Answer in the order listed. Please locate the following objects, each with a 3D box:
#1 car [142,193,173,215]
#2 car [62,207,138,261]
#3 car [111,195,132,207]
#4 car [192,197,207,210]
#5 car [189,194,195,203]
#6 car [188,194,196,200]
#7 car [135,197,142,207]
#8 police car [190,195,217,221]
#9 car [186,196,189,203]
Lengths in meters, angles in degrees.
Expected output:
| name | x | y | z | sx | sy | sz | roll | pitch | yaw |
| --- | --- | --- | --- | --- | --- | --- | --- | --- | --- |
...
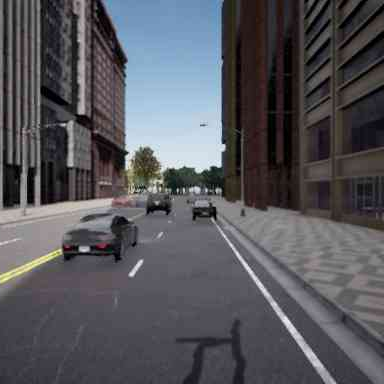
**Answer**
| name | x | y | z | sx | sy | sz | roll | pitch | yaw |
| --- | --- | --- | --- | --- | --- | --- | --- | --- | --- |
| car | -3.156 | 1.130 | 32.608 | 2.150 | 2.045 | 5.566 | 0 | 0 | 0 |
| car | -3.138 | 1.492 | 12.007 | 1.812 | 1.442 | 4.674 | 0 | 0 | 0 |
| car | -9.835 | 1.219 | 46.576 | 2.097 | 1.767 | 4.553 | 0 | 0 | 0 |
| car | 0.969 | 1.405 | 42.814 | 1.812 | 1.442 | 4.674 | 0 | 0 | 0 |
| car | 0.968 | 1.247 | 36.784 | 2.097 | 1.767 | 4.553 | 0 | 0 | 0 |
| car | -0.011 | 1.178 | 78.709 | 2.033 | 1.411 | 5.357 | 0 | 0 | 0 |
| car | -6.590 | 1.396 | 45.728 | 1.812 | 1.442 | 4.674 | 0 | 0 | 0 |
| police car | 0.970 | 1.350 | 26.924 | 1.930 | 1.638 | 5.238 | 0 | 0 | 0 |
| car | -0.008 | 1.388 | 61.437 | 1.994 | 1.385 | 4.181 | 0 | 0 | 0 |
